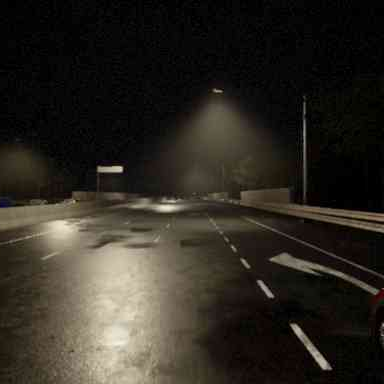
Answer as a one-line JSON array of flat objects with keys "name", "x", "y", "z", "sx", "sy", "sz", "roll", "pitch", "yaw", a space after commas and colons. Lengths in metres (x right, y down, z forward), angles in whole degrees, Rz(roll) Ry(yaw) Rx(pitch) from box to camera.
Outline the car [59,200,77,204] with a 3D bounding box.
[{"name": "car", "x": -17.545, "y": 1.933, "z": 47.040, "sx": 2.128, "sy": 1.511, "sz": 4.902, "roll": 0, "pitch": -1, "yaw": 0}]

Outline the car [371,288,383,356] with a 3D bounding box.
[{"name": "car", "x": 3.602, "y": 1.377, "z": 2.910, "sx": 2.097, "sy": 1.767, "sz": 4.553, "roll": 0, "pitch": -1, "yaw": 0}]

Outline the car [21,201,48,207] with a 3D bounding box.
[{"name": "car", "x": -21.059, "y": 1.910, "z": 44.628, "sx": 2.128, "sy": 1.511, "sz": 4.902, "roll": 0, "pitch": -1, "yaw": 0}]

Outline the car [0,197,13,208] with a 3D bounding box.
[{"name": "car", "x": -24.566, "y": 1.609, "z": 41.309, "sx": 2.150, "sy": 2.045, "sz": 5.566, "roll": 0, "pitch": -1, "yaw": 0}]
